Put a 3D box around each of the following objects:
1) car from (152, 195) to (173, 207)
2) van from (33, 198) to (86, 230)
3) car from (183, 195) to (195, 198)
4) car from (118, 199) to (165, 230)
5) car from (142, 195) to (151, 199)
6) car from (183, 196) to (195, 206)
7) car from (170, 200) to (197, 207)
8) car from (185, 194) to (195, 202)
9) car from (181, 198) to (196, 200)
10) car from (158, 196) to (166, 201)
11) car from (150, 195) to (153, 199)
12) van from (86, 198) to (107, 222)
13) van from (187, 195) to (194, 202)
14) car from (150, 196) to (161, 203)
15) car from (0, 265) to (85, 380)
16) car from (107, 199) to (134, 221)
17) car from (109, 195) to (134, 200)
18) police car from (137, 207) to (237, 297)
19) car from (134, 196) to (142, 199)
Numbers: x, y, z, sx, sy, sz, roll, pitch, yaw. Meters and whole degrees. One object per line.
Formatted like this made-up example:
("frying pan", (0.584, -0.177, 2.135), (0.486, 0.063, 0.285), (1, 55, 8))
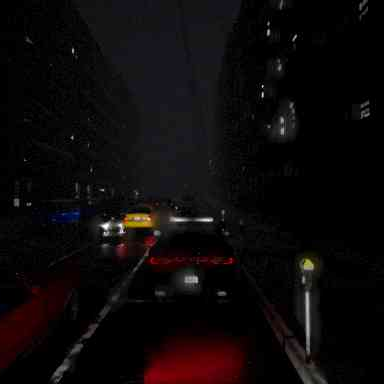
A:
("car", (-2.924, 1.402, 37.580), (2.097, 1.767, 4.553), (0, 0, 0))
("van", (-8.312, 1.359, 20.753), (1.690, 1.788, 3.998), (2, 0, 0))
("car", (-0.428, 1.490, 37.286), (1.967, 1.590, 4.097), (1, 0, 0))
("car", (-3.022, 1.474, 20.994), (1.801, 1.575, 5.366), (0, 0, 0))
("car", (-8.321, 1.660, 53.938), (1.947, 1.339, 4.313), (1, 0, 0))
("car", (-0.472, 1.553, 59.411), (1.967, 1.590, 4.097), (1, 0, 0))
("car", (-0.437, 1.572, 26.224), (1.887, 1.381, 4.507), (1, 0, 0))
("car", (-0.471, 1.521, 81.536), (2.192, 1.841, 5.009), (1, 0, 0))
("car", (-0.438, 1.582, 31.754), (1.887, 1.381, 4.507), (1, 0, 0))
("car", (-8.325, 1.846, 92.652), (1.802, 1.307, 4.206), (1, 0, 0))
("car", (-8.316, 1.471, 70.528), (2.192, 1.841, 5.009), (1, 0, 0))
("van", (-8.313, 1.368, 26.285), (1.690, 1.788, 3.998), (1, 0, 0))
("van", (-0.473, 1.575, 87.068), (1.690, 1.788, 3.998), (1, 0, 0))
("car", (-8.322, 1.725, 76.059), (1.887, 1.381, 4.507), (1, 0, 0))
("car", (-2.937, 1.603, 4.169), (1.895, 1.301, 4.718), (0, 0, 0))
("car", (-5.869, 1.576, 27.293), (2.033, 1.411, 5.357), (0, 0, 0))
("car", (-8.313, 1.365, 37.346), (2.192, 1.841, 5.009), (1, 0, 0))
("police car", (-0.012, 1.430, 8.763), (1.930, 1.638, 5.238), (0, 0, 0))
("car", (-8.313, 1.379, 42.876), (2.192, 1.841, 5.009), (1, 0, 0))
